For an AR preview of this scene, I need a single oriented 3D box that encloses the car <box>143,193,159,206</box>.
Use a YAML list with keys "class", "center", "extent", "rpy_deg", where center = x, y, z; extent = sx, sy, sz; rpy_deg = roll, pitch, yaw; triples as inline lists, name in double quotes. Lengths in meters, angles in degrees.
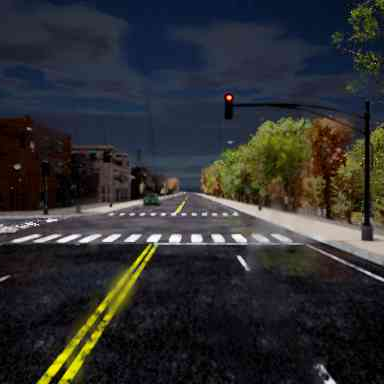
- class: "car"
  center: [-6.590, 1.310, 54.267]
  extent: [2.150, 2.045, 5.566]
  rpy_deg: [0, 2, 0]
